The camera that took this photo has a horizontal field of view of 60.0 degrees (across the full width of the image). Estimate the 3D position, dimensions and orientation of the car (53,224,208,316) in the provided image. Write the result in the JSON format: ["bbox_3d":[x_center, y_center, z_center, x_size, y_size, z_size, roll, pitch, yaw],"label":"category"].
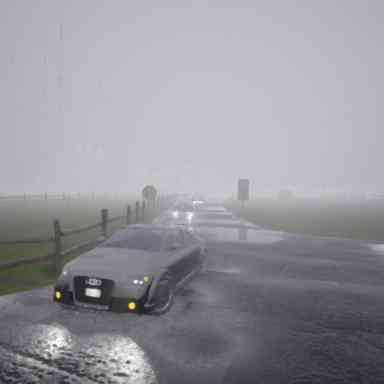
[{"bbox_3d":[-1.017,1.450,7.390,1.994,1.385,4.181,2,1,18],"label":"car"}]

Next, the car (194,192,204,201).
[{"bbox_3d":[1.105,0.776,58.312,2.128,1.511,4.902,1,1,7],"label":"car"}]

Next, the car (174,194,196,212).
[{"bbox_3d":[-0.802,1.125,33.371,1.812,1.442,4.674,1,1,1],"label":"car"}]
